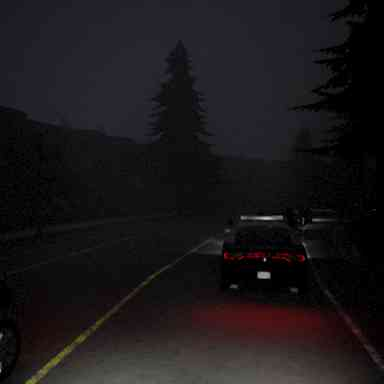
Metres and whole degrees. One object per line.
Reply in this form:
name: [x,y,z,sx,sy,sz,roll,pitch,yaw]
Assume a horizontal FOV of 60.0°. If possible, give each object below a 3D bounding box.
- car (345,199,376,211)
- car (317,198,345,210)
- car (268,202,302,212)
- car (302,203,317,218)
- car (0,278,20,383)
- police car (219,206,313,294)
car: [20.200,1.475,38.691,4.181,1.385,1.994,0,0,-34]
car: [17.771,1.452,41.465,5.357,1.411,2.033,0,0,-36]
car: [4.568,1.437,17.894,1.882,1.535,5.008,0,0,23]
car: [7.053,1.453,22.972,1.837,1.490,4.892,0,0,30]
car: [-3.316,1.347,2.310,2.097,1.767,4.553,0,0,3]
police car: [1.881,1.405,8.988,1.930,1.638,5.238,0,0,11]
